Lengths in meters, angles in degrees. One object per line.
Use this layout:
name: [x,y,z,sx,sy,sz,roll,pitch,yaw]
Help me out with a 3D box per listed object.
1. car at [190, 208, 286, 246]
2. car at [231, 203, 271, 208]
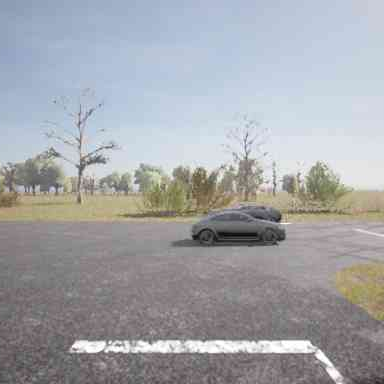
car: [1.984,1.558,14.850,4.181,1.385,1.994,0,0,-1]
car: [3.475,1.498,21.895,4.902,1.511,2.128,0,0,-1]
